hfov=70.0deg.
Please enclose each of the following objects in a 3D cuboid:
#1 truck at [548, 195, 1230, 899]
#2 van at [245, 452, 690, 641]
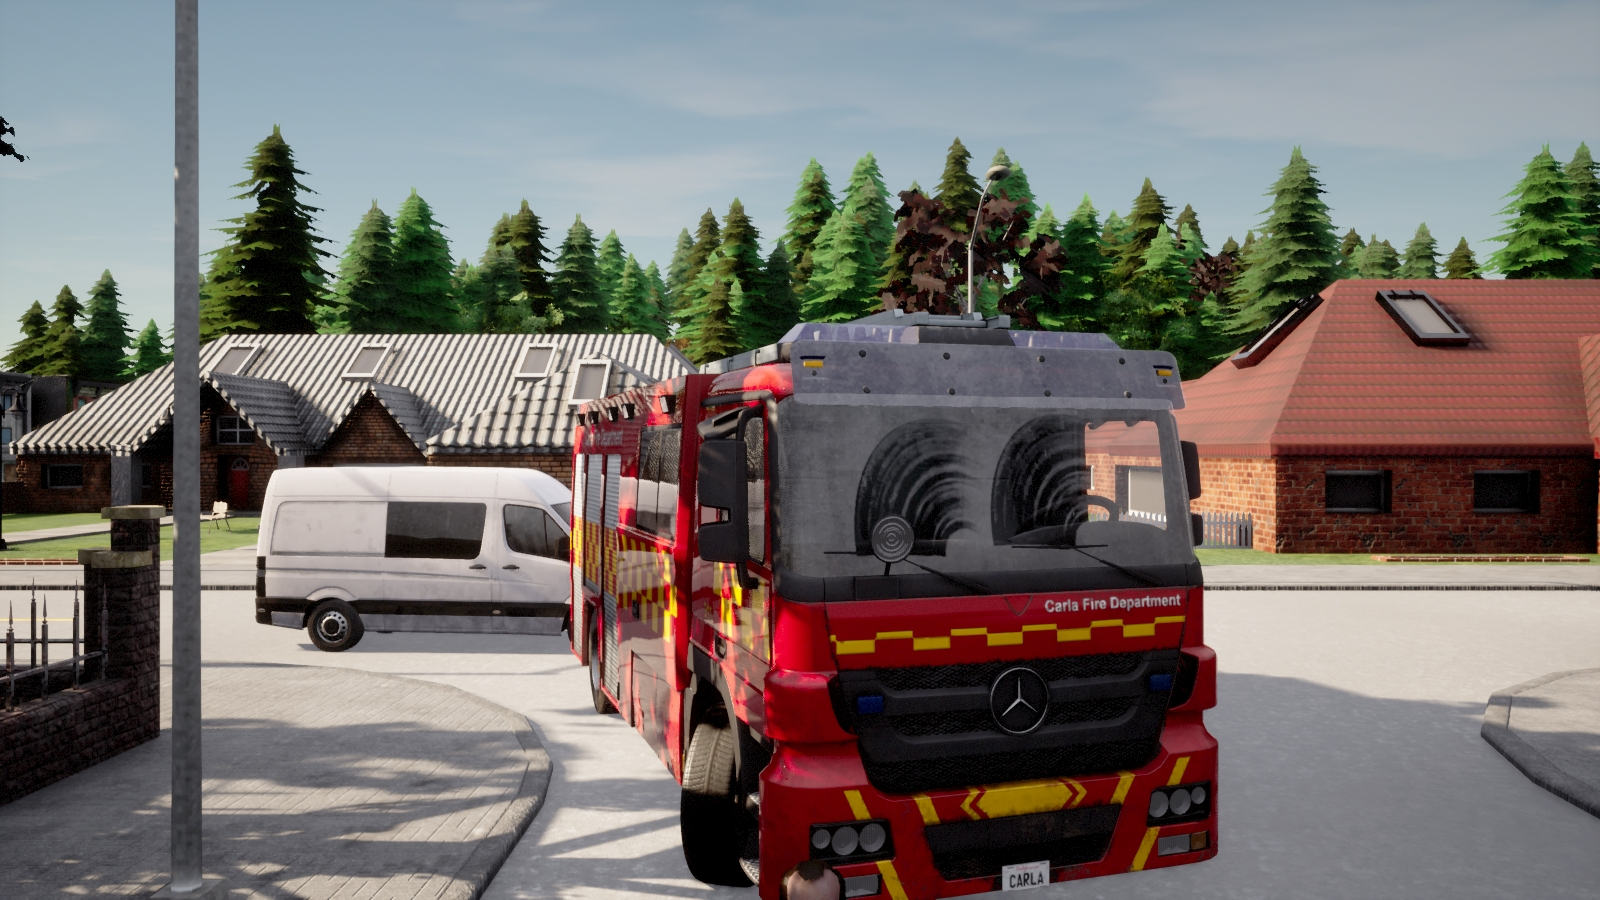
[{"bbox_3d":[-0.279,0.670,10.050,2.891,3.827,8.468,0,0,-19],"label":"truck"},{"bbox_3d":[-4.701,1.314,16.673,5.915,2.561,1.988,0,0,4],"label":"van"}]
